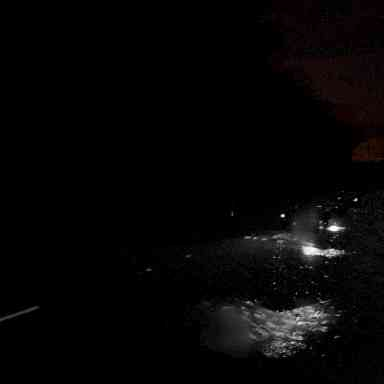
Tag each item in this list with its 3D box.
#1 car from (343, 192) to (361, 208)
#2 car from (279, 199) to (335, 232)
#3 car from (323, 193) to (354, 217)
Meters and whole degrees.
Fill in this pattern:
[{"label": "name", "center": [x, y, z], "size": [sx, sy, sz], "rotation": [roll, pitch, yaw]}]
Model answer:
[{"label": "car", "center": [17.203, 0.781, 36.432], "size": [2.097, 1.767, 4.553], "rotation": [2, 2, 31]}, {"label": "car", "center": [6.271, 1.283, 18.186], "size": [1.895, 1.301, 4.718], "rotation": [3, 2, 31]}, {"label": "car", "center": [11.171, 1.070, 26.387], "size": [2.128, 1.511, 4.902], "rotation": [2, 2, 31]}]
